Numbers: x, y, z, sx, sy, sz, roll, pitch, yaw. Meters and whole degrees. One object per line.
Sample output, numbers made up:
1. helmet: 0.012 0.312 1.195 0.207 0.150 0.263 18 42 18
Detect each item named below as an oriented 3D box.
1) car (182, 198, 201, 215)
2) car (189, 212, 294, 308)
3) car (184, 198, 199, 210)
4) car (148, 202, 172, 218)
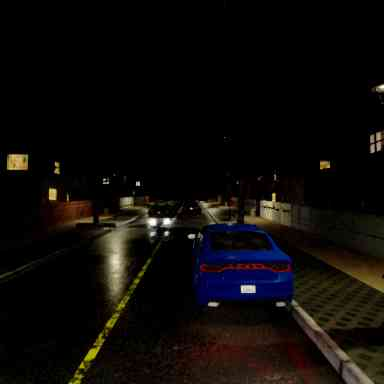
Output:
1. car: -0.040 1.609 34.765 1.994 1.385 4.181 0 0 1
2. car: 0.939 1.487 8.071 1.882 1.535 5.008 0 0 0
3. car: -0.081 1.565 44.645 1.837 1.490 4.892 0 0 0
4. car: -2.844 1.602 30.582 1.994 1.385 4.181 0 0 0
